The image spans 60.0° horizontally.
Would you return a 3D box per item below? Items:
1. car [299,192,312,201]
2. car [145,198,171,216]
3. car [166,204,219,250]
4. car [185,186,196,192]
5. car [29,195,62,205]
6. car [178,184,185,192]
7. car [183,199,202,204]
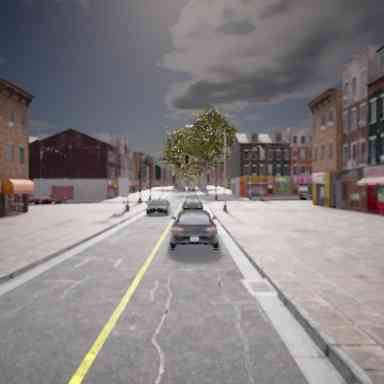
[{"bbox_3d":[17.163,0.603,46.479,4.313,1.339,1.947,-1,1,0],"label":"car"},{"bbox_3d":[-2.850,1.232,29.344,2.033,1.411,5.357,0,1,0],"label":"car"},{"bbox_3d":[0.091,1.456,13.947,1.812,1.442,4.674,0,0,0],"label":"car"},{"bbox_3d":[-0.073,-0.854,87.211,2.097,1.767,4.553,0,2,0],"label":"car"},{"bbox_3d":[-20.419,1.150,46.311,4.507,1.381,1.887,-1,2,0],"label":"car"},{"bbox_3d":[-2.829,-1.136,94.130,2.150,2.045,5.566,0,2,0],"label":"car"},{"bbox_3d":[0.065,1.253,30.747,1.895,1.301,4.718,0,1,0],"label":"car"}]
